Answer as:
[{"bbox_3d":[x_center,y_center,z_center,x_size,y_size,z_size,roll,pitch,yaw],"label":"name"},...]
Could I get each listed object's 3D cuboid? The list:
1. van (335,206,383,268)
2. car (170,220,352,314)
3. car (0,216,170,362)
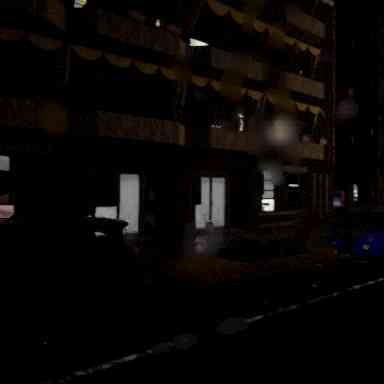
[{"bbox_3d":[6.217,1.353,10.987,3.998,1.788,1.690,0,0,-36],"label":"van"},{"bbox_3d":[1.447,1.530,7.587,4.829,1.417,1.752,0,0,-36],"label":"car"},{"bbox_3d":[-3.046,1.315,4.379,5.009,1.841,2.192,0,0,-36],"label":"car"}]
